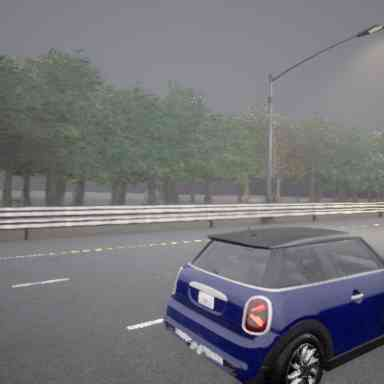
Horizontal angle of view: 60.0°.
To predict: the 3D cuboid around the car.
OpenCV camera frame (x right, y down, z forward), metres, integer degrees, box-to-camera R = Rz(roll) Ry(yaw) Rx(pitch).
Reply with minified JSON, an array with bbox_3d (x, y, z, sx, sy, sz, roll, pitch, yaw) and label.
[{"bbox_3d":[1.917,1.345,5.226,4.553,1.767,2.097,1,0,-35],"label":"car"}]
